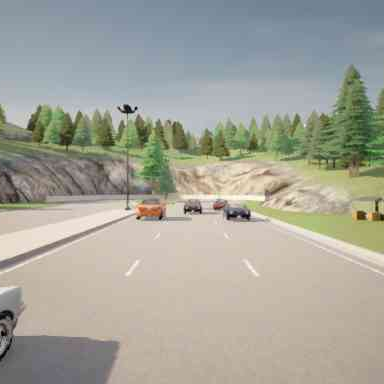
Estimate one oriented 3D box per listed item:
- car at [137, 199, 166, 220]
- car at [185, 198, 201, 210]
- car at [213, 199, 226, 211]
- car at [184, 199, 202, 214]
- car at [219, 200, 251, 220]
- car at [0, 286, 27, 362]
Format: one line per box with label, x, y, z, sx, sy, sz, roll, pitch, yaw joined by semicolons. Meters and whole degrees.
car;-3.400;1.351;28.570;2.097;1.767;4.553;0;0;0
car;0.172;1.563;44.117;1.994;1.385;4.181;0;0;2
car;3.627;1.562;41.128;1.994;1.385;4.181;0;0;1
car;0.098;1.600;35.345;1.895;1.301;4.718;0;0;0
car;3.599;1.600;27.695;1.895;1.301;4.718;0;0;0
car;-3.403;1.601;2.836;1.895;1.301;4.718;0;0;0
